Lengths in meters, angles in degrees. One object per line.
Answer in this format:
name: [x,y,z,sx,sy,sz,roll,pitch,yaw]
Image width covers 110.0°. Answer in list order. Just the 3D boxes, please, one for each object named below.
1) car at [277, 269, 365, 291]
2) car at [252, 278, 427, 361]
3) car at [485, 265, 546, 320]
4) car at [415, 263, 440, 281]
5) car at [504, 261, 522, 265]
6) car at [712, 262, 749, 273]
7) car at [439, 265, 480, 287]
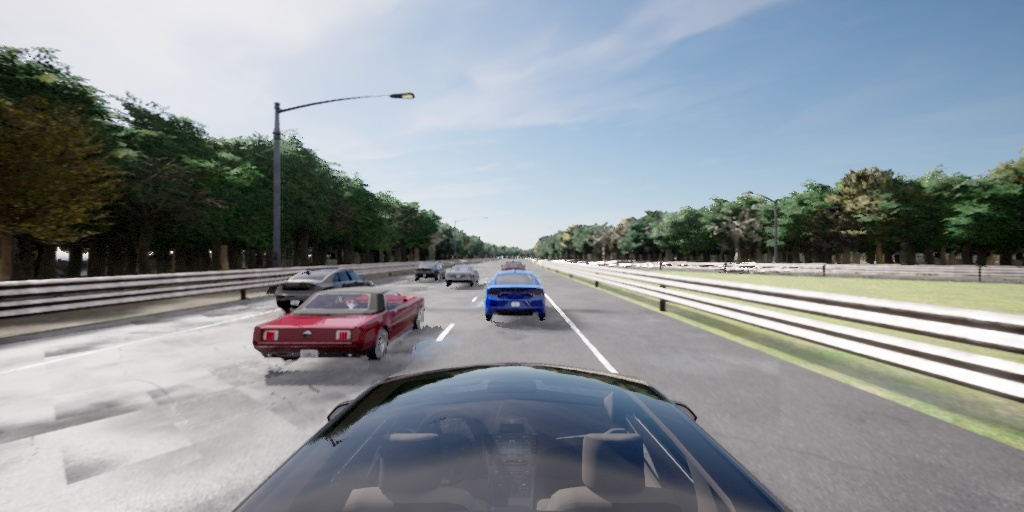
car: [-6.901,1.246,13.840,1.837,1.490,4.892,0,0,0]
car: [-3.398,1.362,8.238,1.895,1.301,4.718,0,0,0]
car: [0.102,1.248,12.776,1.882,1.535,5.008,0,0,0]
car: [-6.889,1.312,30.625,1.837,1.490,4.892,0,0,0]
car: [0.106,1.165,30.320,2.097,1.767,4.553,0,0,0]
car: [31.072,1.609,50.941,1.837,1.490,4.892,0,0,-29]
car: [-3.398,1.346,25.194,2.033,1.411,5.357,0,0,0]
